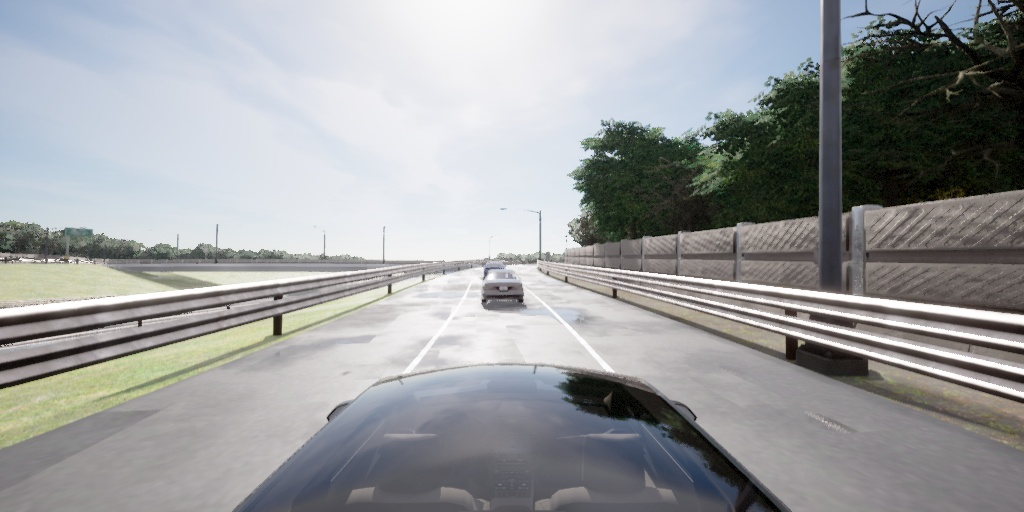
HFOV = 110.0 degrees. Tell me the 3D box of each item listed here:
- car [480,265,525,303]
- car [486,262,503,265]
[{"bbox_3d":[-0.498,1.320,16.622,2.033,1.411,5.357,0,0,-4],"label":"car"},{"bbox_3d":[-1.513,1.244,31.556,1.882,1.535,5.008,0,0,-2],"label":"car"}]
